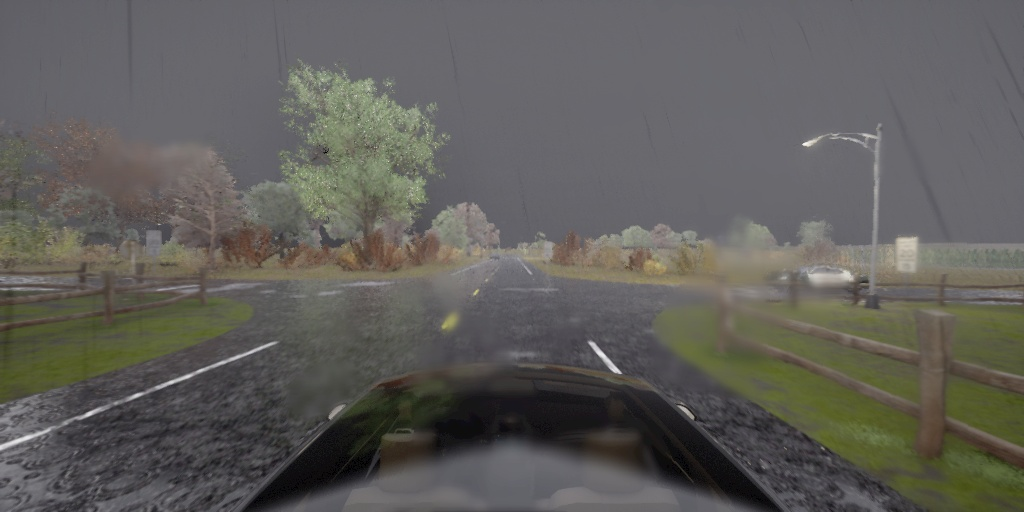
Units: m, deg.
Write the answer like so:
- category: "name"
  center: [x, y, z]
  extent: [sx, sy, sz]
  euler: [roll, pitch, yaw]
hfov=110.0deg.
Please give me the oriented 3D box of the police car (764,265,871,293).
- category: "police car"
  center: [17.724, 1.301, 21.089]
  extent: [4.974, 1.542, 2.038]
  euler: [1, 1, 3]
